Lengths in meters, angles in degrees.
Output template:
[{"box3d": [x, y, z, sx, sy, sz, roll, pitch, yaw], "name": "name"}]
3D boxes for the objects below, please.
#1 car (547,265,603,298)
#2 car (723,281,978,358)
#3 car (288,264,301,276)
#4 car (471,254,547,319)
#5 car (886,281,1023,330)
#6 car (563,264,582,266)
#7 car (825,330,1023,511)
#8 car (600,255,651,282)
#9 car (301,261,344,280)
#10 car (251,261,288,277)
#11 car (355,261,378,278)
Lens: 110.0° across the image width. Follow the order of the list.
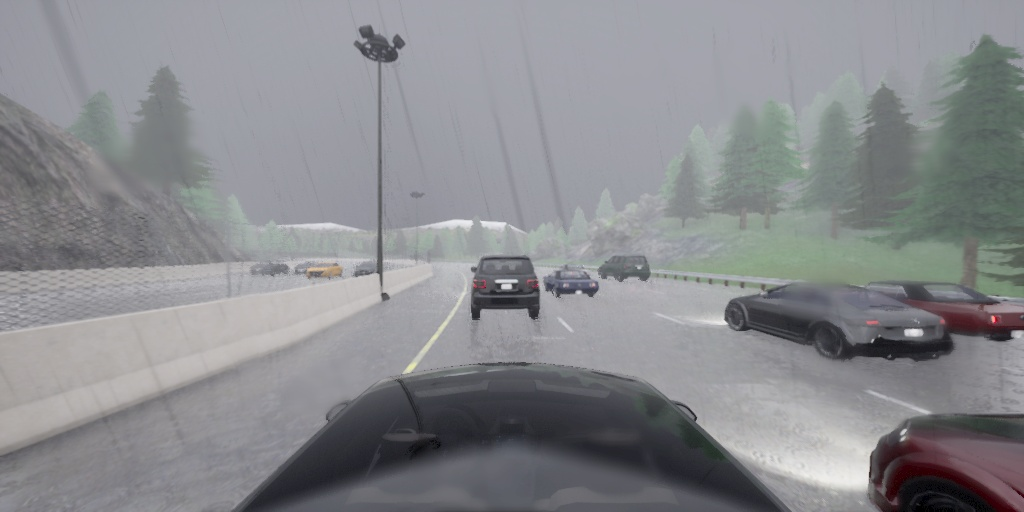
[{"box3d": [2.814, 1.334, 18.260, 1.895, 1.301, 4.718, 0, 0, -5], "name": "car"}, {"box3d": [6.885, 1.296, 8.212, 1.994, 1.385, 4.181, 0, 0, -2], "name": "car"}, {"box3d": [-21.282, 1.263, 37.941, 2.128, 1.511, 4.902, 0, 0, -11], "name": "car"}, {"box3d": [-0.311, 0.966, 12.965, 2.150, 2.045, 5.566, 0, 0, -3], "name": "car"}, {"box3d": [10.362, 1.324, 9.619, 1.895, 1.301, 4.718, 0, 0, -2], "name": "car"}, {"box3d": [4.973, 1.322, 30.388, 1.895, 1.301, 4.718, 0, 0, -8], "name": "car"}, {"box3d": [3.526, 1.307, 0.789, 1.994, 1.385, 4.181, 0, 0, 0], "name": "car"}, {"box3d": [8.783, 0.936, 28.319, 2.150, 2.045, 5.566, 0, 0, -7], "name": "car"}, {"box3d": [-16.747, 1.243, 32.315, 1.882, 1.535, 5.008, 0, 0, -10], "name": "car"}, {"box3d": [-24.597, 1.270, 36.631, 2.128, 1.511, 4.902, 0, 0, -11], "name": "car"}, {"box3d": [-13.495, 1.264, 34.055, 1.837, 1.490, 4.892, 0, 0, -10], "name": "car"}]
